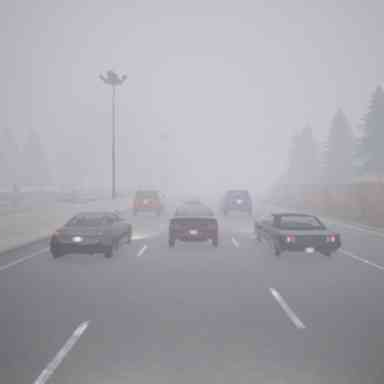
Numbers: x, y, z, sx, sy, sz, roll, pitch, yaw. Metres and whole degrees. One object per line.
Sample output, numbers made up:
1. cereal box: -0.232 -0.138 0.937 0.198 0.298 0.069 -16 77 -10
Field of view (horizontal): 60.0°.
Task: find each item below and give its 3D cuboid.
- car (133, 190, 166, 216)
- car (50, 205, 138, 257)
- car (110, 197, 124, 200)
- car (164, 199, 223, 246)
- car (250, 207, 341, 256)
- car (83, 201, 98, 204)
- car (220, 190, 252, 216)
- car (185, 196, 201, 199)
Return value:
1. car: -3.436 0.809 27.405 2.150 2.045 5.566 0 1 0
2. car: -3.442 1.378 12.068 1.994 1.385 4.181 0 1 0
3. car: -10.334 0.806 45.491 2.128 1.511 4.902 0 1 3
4. car: 0.071 1.262 14.161 1.882 1.535 5.008 0 0 0
5. car: 3.558 1.415 12.193 1.895 1.301 4.718 0 1 1
6. car: -13.803 0.828 46.170 1.812 1.442 4.674 0 1 4
7. car: 3.564 0.806 27.537 2.150 2.045 5.566 0 1 0
8. car: 0.075 1.077 29.623 1.812 1.442 4.674 0 1 0
